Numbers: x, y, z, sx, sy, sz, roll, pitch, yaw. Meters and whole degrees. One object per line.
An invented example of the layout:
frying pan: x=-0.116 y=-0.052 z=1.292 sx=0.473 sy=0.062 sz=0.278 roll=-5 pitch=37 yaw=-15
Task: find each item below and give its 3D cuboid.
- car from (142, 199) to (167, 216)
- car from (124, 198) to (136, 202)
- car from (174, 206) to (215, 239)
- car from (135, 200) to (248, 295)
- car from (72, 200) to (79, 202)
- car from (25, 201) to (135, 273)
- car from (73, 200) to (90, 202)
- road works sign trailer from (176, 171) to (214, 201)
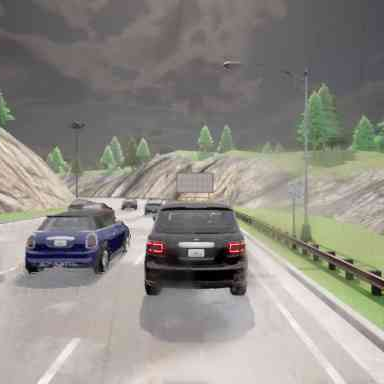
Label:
car: x=-3.686 y=1.492 z=33.323 sx=2.128 sy=1.511 sz=4.902 roll=0 pitch=0 yaw=-3
car: x=-7.953 y=1.526 z=42.557 sx=1.812 sy=1.442 sz=4.674 roll=0 pitch=0 yaw=-7
car: x=0.114 y=1.559 z=18.060 sx=1.994 sy=1.385 sz=4.181 roll=0 pitch=0 yaw=0
car: x=0.088 y=1.221 z=8.833 sx=2.150 sy=2.045 sz=5.566 roll=0 pitch=0 yaw=0
car: x=-10.631 y=1.506 z=32.349 sx=1.837 sy=1.490 sz=4.892 roll=0 pitch=0 yaw=-3
car: x=-3.416 y=1.353 z=10.800 sx=2.097 sy=1.767 sz=4.553 roll=0 pitch=0 yaw=0
car: x=-6.936 y=1.526 z=24.314 sx=1.812 sy=1.442 sz=4.674 roll=0 pitch=0 yaw=0
road works sign trailer: x=0.189 y=0.464 z=21.556 sx=2.380 sy=3.560 sz=2.880 roll=0 pitch=0 yaw=0
